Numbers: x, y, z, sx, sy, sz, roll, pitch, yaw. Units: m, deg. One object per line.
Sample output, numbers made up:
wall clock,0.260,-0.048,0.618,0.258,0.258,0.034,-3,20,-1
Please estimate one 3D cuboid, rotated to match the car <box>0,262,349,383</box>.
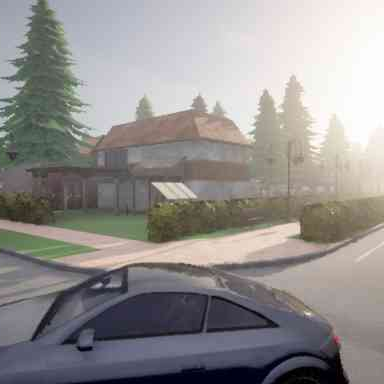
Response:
car,-0.582,1.544,3.594,4.181,1.385,1.994,0,2,-9
